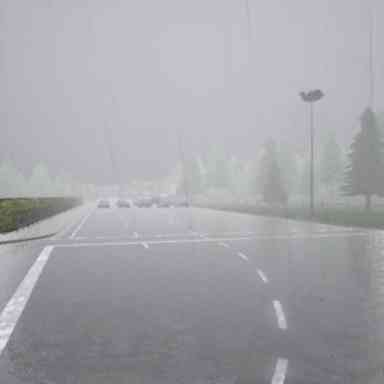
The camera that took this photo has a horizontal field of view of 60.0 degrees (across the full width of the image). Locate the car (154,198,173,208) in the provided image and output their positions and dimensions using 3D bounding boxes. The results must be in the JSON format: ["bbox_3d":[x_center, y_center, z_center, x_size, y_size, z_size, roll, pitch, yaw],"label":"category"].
[{"bbox_3d":[-5.266,2.289,60.931,1.895,1.301,4.718,0,-1,-15],"label":"car"}]

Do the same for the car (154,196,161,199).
[{"bbox_3d":[-7.737,1.849,70.199,2.150,2.045,5.566,0,-1,-15],"label":"car"}]

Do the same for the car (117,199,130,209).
[{"bbox_3d":[-12.136,2.271,59.529,1.895,1.301,4.718,0,-1,-15],"label":"car"}]

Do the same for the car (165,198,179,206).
[{"bbox_3d":[-4.348,2.160,71.069,2.128,1.511,4.902,0,-1,-15],"label":"car"}]

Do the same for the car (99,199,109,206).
[{"bbox_3d":[-17.874,2.143,67.460,1.994,1.385,4.181,0,-1,-15],"label":"car"}]

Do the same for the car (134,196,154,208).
[{"bbox_3d":[-8.739,2.033,60.376,2.097,1.767,4.553,0,-1,-15],"label":"car"}]

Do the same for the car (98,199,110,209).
[{"bbox_3d":[-15.717,2.232,59.371,1.994,1.385,4.181,0,-1,-15],"label":"car"}]

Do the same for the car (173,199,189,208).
[{"bbox_3d":[-1.984,2.208,62.208,1.837,1.490,4.892,0,-1,-15],"label":"car"}]
